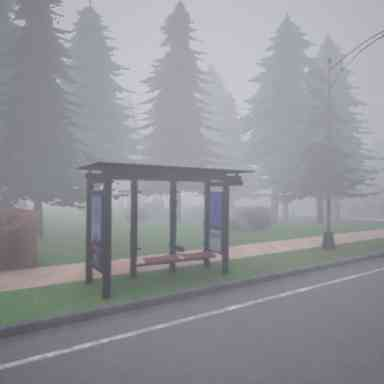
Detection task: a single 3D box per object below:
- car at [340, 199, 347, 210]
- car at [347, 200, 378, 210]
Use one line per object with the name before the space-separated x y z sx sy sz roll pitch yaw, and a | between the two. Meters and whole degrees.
car | 23.203 1.686 49.956 3.866 1.878 1.905 1 0 -37
car | 25.022 1.689 48.177 4.605 1.855 1.932 1 0 -37
